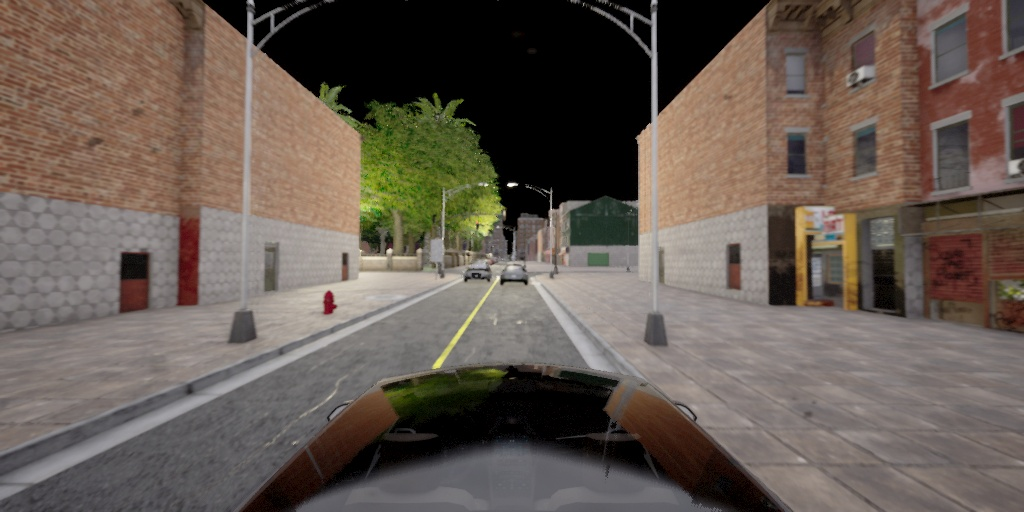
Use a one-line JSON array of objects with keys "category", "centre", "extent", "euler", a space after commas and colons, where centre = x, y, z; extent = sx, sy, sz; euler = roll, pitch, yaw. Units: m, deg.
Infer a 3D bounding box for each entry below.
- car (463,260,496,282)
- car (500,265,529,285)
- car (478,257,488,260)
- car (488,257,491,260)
[{"category": "car", "centre": [-2.587, 1.277, 28.138], "extent": [1.994, 1.385, 4.181], "euler": [0, 0, 1]}, {"category": "car", "centre": [0.169, 1.293, 25.586], "extent": [1.994, 1.385, 4.181], "euler": [0, 0, 1]}, {"category": "car", "centre": [-5.191, 1.245, 54.620], "extent": [2.007, 1.370, 4.403], "euler": [0, 0, 0]}, {"category": "car", "centre": [-5.175, 1.248, 61.756], "extent": [2.007, 1.370, 4.403], "euler": [0, 0, 0]}]
